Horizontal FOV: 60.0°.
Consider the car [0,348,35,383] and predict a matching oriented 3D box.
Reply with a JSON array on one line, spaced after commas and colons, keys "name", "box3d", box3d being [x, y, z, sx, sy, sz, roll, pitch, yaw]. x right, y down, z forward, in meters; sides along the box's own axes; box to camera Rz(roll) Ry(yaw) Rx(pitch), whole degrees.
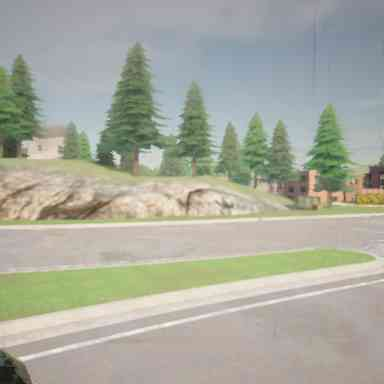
[{"name": "car", "box3d": [-3.218, 1.476, 1.256, 4.902, 1.511, 2.128, 0, 0, -36]}]
